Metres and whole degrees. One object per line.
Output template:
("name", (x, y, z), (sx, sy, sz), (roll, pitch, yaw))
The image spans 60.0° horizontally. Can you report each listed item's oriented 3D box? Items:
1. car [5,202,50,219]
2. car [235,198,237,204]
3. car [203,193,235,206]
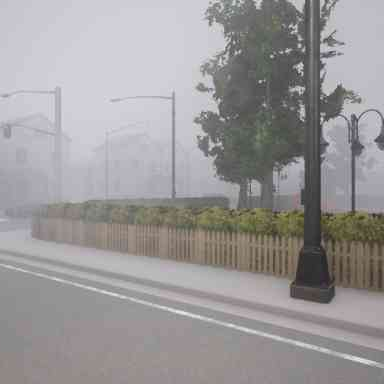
("car", (-14.031, 1.563, 29.262), (1.994, 1.385, 4.181), (0, 0, 35))
("car", (5.986, 1.481, 57.824), (1.882, 1.535, 5.008), (0, 0, 35))
("car", (3.528, 1.221, 48.161), (2.150, 2.045, 5.566), (0, 0, 35))
